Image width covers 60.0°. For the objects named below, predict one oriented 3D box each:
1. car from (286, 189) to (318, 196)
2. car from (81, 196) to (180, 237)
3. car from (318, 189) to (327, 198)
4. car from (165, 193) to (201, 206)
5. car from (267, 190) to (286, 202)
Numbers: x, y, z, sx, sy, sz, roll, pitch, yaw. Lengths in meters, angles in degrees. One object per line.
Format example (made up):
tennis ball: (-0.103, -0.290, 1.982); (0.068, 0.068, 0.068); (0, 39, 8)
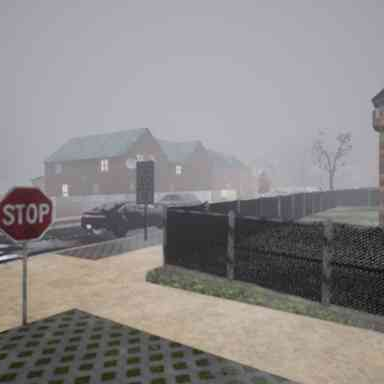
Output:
car: (13.690, 0.496, 41.158); (1.837, 1.490, 4.892); (0, 1, 34)
car: (-3.016, 1.186, 16.054); (2.128, 1.511, 4.902); (0, 1, 34)
car: (19.204, 0.249, 49.558); (1.882, 1.535, 5.008); (0, 1, 34)
car: (-1.212, 0.869, 23.928); (2.097, 1.767, 4.553); (0, 1, 34)
car: (10.987, 0.501, 42.239); (2.128, 1.511, 4.902); (0, 1, 34)
